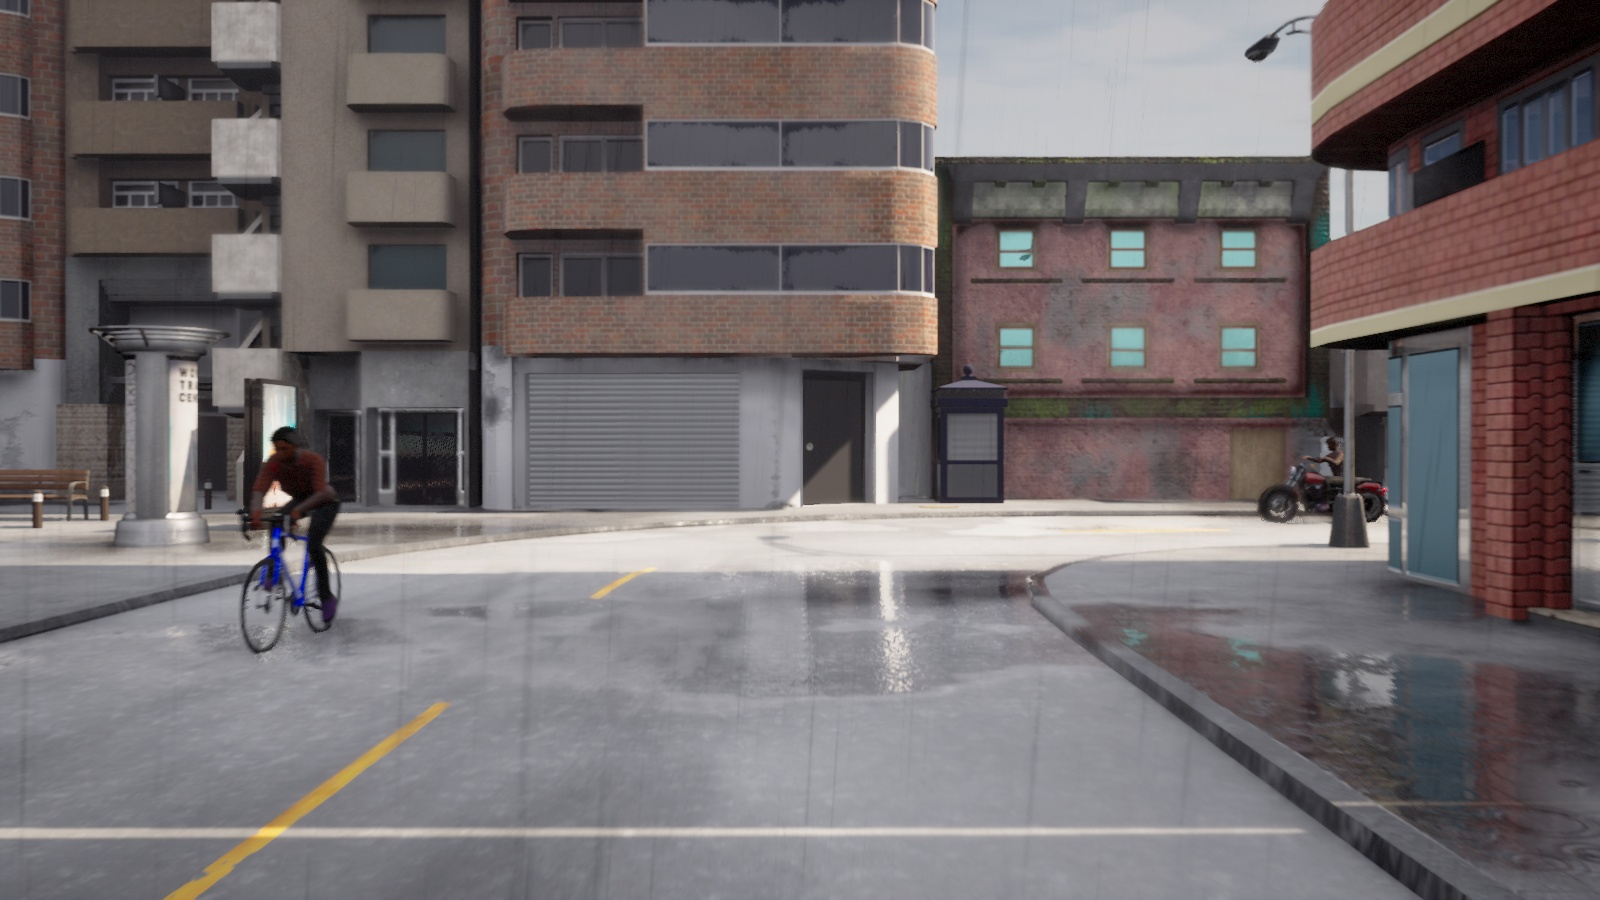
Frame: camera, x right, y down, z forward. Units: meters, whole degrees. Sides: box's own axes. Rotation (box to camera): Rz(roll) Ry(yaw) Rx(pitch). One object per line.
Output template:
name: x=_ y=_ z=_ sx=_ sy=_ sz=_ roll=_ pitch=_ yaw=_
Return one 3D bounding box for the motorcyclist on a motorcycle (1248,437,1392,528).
motorcyclist on a motorcycle: x=9.586 y=0.584 z=23.214 sx=2.350 sy=1.649 sz=0.766 roll=0 pitch=0 yaw=-1

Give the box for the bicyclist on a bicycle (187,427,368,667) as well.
bicyclist on a bicycle: x=-3.812 y=0.648 z=9.304 sx=0.582 sy=1.620 sz=1.656 roll=0 pitch=1 yaw=3
